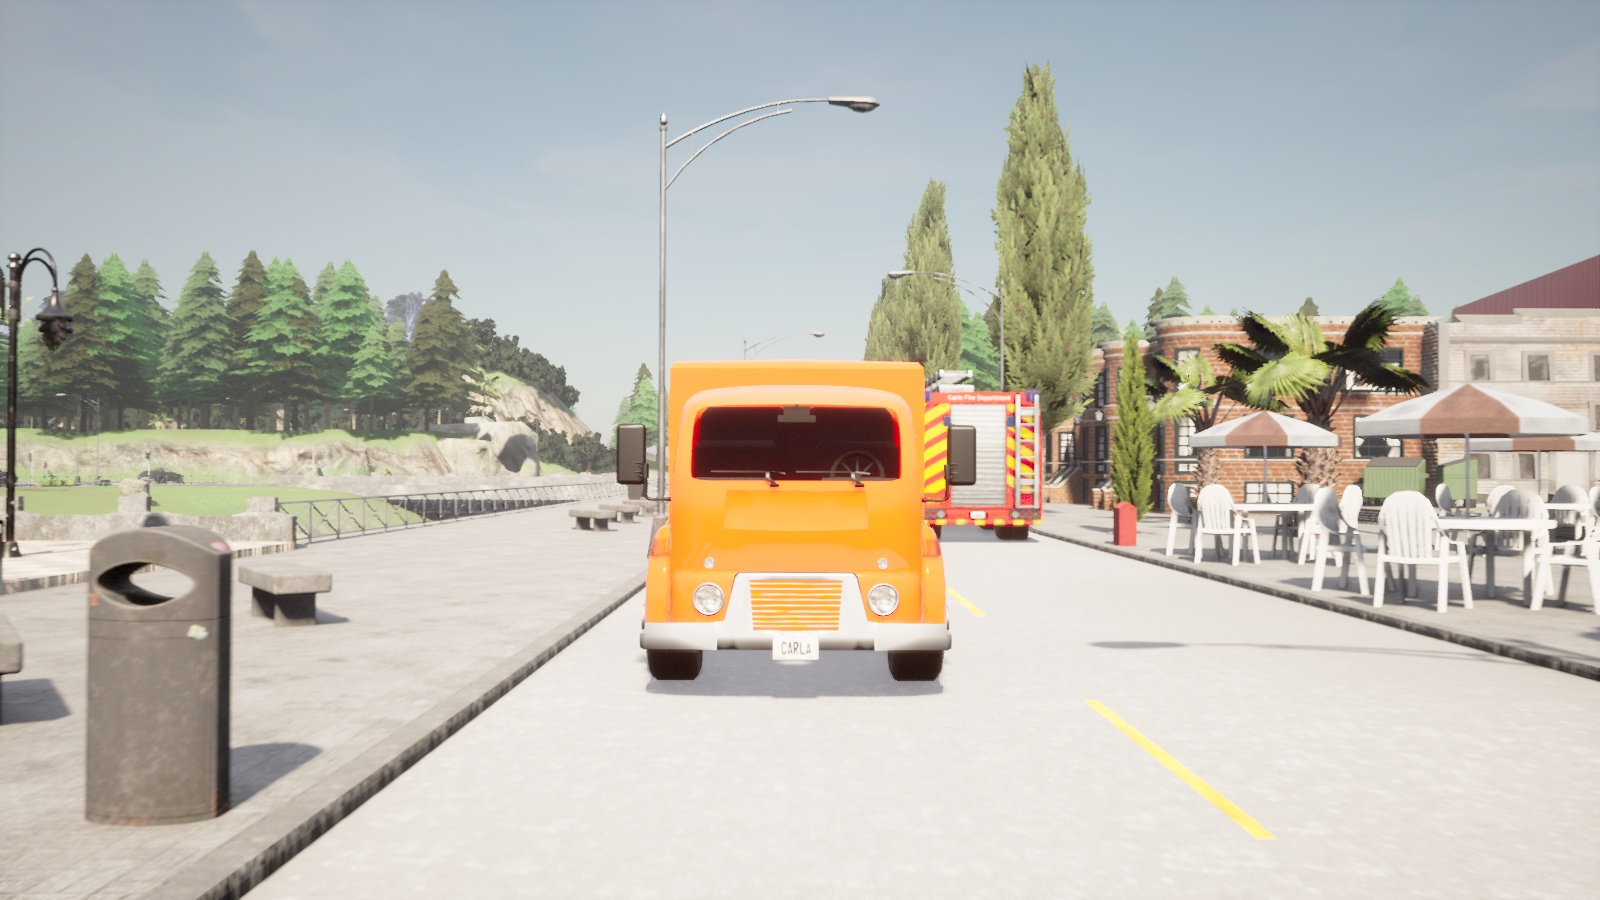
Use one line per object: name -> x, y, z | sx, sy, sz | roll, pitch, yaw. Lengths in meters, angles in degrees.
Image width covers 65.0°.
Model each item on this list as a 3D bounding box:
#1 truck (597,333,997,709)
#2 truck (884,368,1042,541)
truck -> -0.030, 0.510, 10.888 | 2.627, 2.467, 5.204 | 0, -1, 0
truck -> 3.911, 0.172, 32.129 | 2.891, 3.827, 8.468 | 0, -1, 0
